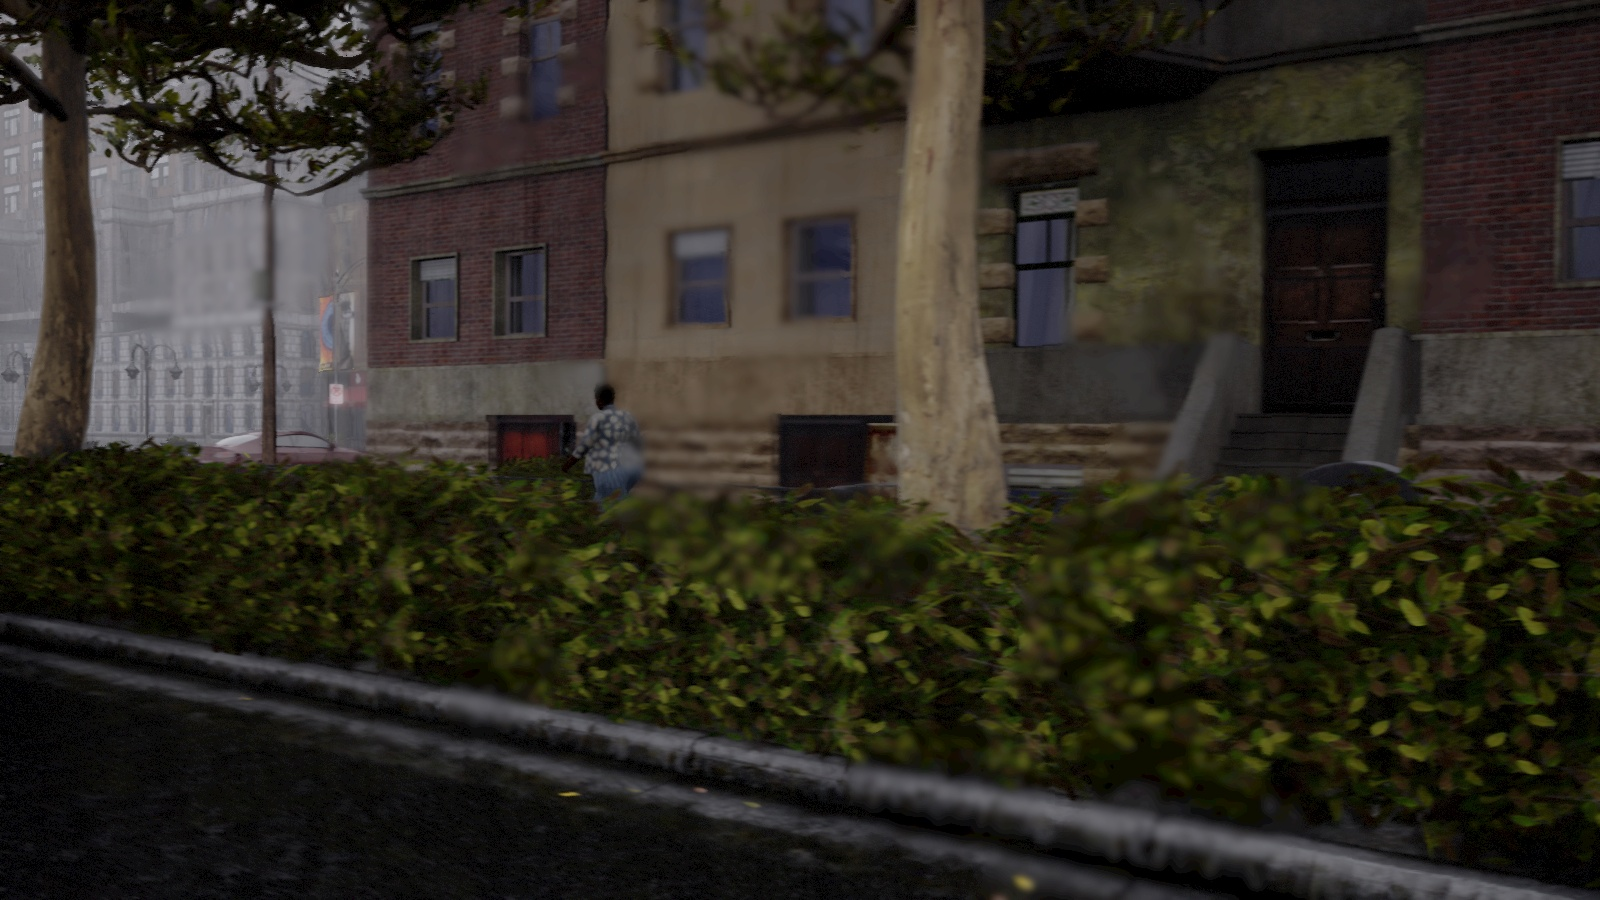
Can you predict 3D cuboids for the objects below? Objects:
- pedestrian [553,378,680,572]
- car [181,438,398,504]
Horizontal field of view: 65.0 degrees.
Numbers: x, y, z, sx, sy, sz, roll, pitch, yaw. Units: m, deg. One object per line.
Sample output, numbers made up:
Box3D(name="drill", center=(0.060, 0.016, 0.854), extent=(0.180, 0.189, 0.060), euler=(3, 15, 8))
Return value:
Box3D(name="pedestrian", center=(-1.843, 0.232, 12.658), extent=(0.900, 1.855, 0.874), euler=(0, 1, 34))
Box3D(name="car", center=(-12.277, 0.452, 30.525), extent=(1.812, 1.442, 4.674), euler=(0, 1, 33))
